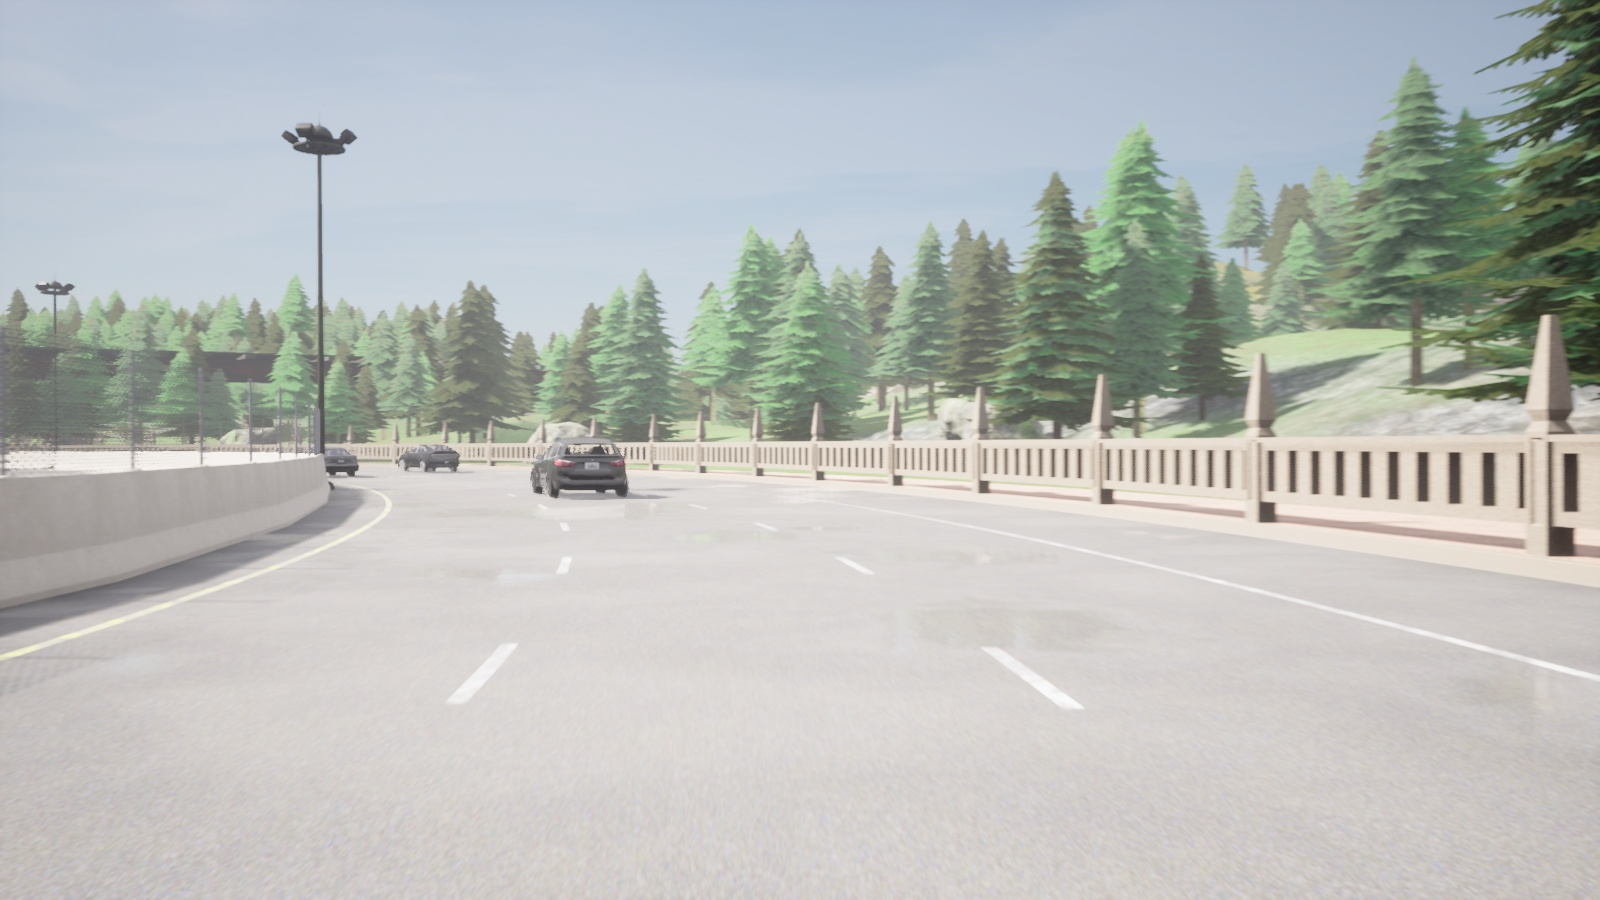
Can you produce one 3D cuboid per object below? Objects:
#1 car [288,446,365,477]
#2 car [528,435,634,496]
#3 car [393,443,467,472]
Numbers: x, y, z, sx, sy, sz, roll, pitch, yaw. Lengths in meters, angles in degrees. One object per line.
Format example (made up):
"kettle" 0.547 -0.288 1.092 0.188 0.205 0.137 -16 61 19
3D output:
"car" -22.477 0.524 59.521 2.033 1.411 5.357 0 0 -36
"car" -6.414 0.406 36.364 2.242 1.667 4.611 0 0 -20
"car" -20.018 0.380 67.803 2.128 1.511 4.902 0 0 -38
